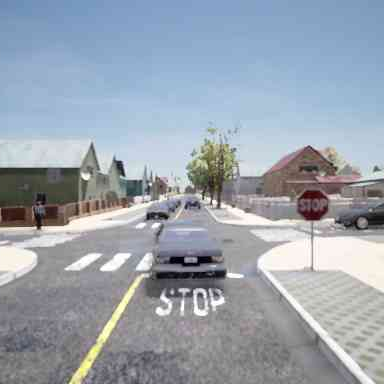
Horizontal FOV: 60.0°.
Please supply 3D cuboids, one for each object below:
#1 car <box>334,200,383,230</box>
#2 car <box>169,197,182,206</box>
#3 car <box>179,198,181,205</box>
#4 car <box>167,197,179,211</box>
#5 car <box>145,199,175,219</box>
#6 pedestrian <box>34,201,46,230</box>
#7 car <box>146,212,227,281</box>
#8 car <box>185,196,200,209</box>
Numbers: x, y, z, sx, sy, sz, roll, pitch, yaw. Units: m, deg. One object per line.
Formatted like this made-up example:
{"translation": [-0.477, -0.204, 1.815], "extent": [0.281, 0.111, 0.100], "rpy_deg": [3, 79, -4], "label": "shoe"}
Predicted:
{"translation": [10.351, 1.226, 18.267], "extent": [4.892, 1.490, 1.837], "rpy_deg": [-2, -1, 0], "label": "car"}
{"translation": [-2.820, 1.619, 57.257], "extent": [1.895, 1.301, 4.718], "rpy_deg": [0, 0, 0], "label": "car"}
{"translation": [-2.848, 1.510, 47.255], "extent": [2.128, 1.511, 4.902], "rpy_deg": [0, 0, 0], "label": "car"}
{"translation": [-2.854, 1.581, 37.788], "extent": [1.994, 1.385, 4.181], "rpy_deg": [0, 0, 0], "label": "car"}
{"translation": [-2.821, 1.561, 28.518], "extent": [2.033, 1.411, 5.357], "rpy_deg": [0, 0, -1], "label": "car"}
{"translation": [-9.694, 1.470, 21.059], "extent": [0.375, 1.860, 0.375], "rpy_deg": [0, 0, 0], "label": "pedestrian"}
{"translation": [-0.275, 1.553, 9.881], "extent": [2.033, 1.411, 5.357], "rpy_deg": [0, 0, -6], "label": "car"}
{"translation": [0.088, 1.370, 46.999], "extent": [2.097, 1.767, 4.553], "rpy_deg": [0, 0, 0], "label": "car"}
